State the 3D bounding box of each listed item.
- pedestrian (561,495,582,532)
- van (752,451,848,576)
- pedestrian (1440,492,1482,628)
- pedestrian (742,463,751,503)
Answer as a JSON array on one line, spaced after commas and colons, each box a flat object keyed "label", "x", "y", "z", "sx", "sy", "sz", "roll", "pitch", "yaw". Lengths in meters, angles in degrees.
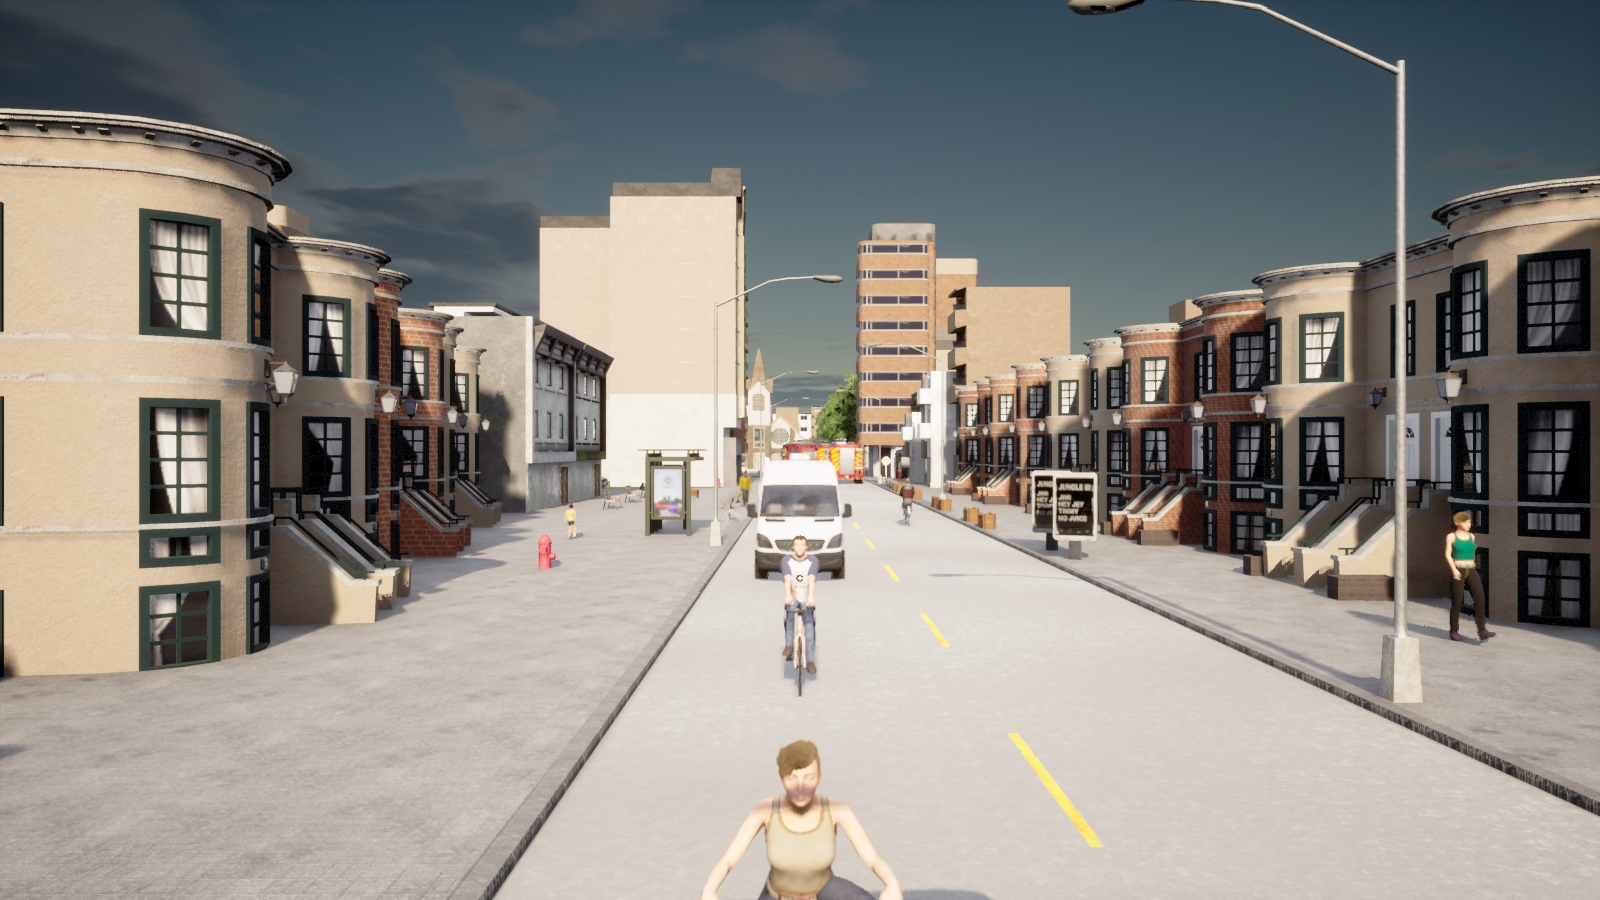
[{"label": "pedestrian", "x": -6.965, "y": 1.923, "z": 34.846, "sx": 0.500, "sy": 1.100, "sz": 0.500, "roll": 0, "pitch": 0, "yaw": 8}, {"label": "van", "x": 0.004, "y": 1.325, "z": 26.668, "sx": 1.988, "sy": 2.561, "sz": 5.915, "roll": 0, "pitch": 0, "yaw": 0}, {"label": "pedestrian", "x": 9.266, "y": 1.530, "z": 16.027, "sx": 0.375, "sy": 1.860, "sz": 0.375, "roll": 0, "pitch": 0, "yaw": -1}, {"label": "pedestrian", "x": -2.496, "y": 1.544, "z": 53.186, "sx": 0.375, "sy": 1.860, "sz": 0.375, "roll": 0, "pitch": 0, "yaw": -11}]
